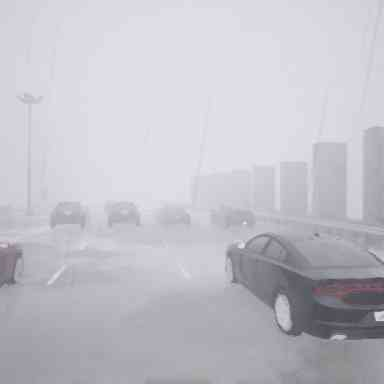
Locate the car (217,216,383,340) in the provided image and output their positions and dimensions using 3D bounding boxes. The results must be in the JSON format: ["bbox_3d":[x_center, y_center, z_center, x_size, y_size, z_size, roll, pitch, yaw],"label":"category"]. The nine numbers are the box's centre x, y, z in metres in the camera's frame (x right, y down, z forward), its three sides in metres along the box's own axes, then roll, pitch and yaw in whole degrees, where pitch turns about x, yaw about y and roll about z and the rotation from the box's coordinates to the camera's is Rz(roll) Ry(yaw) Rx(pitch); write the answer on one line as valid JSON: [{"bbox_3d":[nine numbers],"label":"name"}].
[{"bbox_3d":[2.133,1.520,6.901,1.882,1.535,5.008,0,0,-10],"label":"car"}]

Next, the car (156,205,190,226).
[{"bbox_3d":[-1.440,1.665,24.385,1.994,1.385,4.181,0,0,-13],"label":"car"}]

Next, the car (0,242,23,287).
[{"bbox_3d":[-4.896,1.482,6.445,1.882,1.535,5.008,0,0,-10],"label":"car"}]

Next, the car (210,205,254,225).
[{"bbox_3d":[2.619,1.618,22.432,1.837,1.490,4.892,0,0,-13],"label":"car"}]

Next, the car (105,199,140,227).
[{"bbox_3d":[-4.908,1.434,23.838,2.097,1.767,4.553,0,0,-13],"label":"car"}]

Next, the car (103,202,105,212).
[{"bbox_3d":[-9.312,1.605,39.140,1.882,1.535,5.008,0,0,-18],"label":"car"}]

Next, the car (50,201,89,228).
[{"bbox_3d":[-8.292,1.411,22.939,2.097,1.767,4.553,0,0,-13],"label":"car"}]
